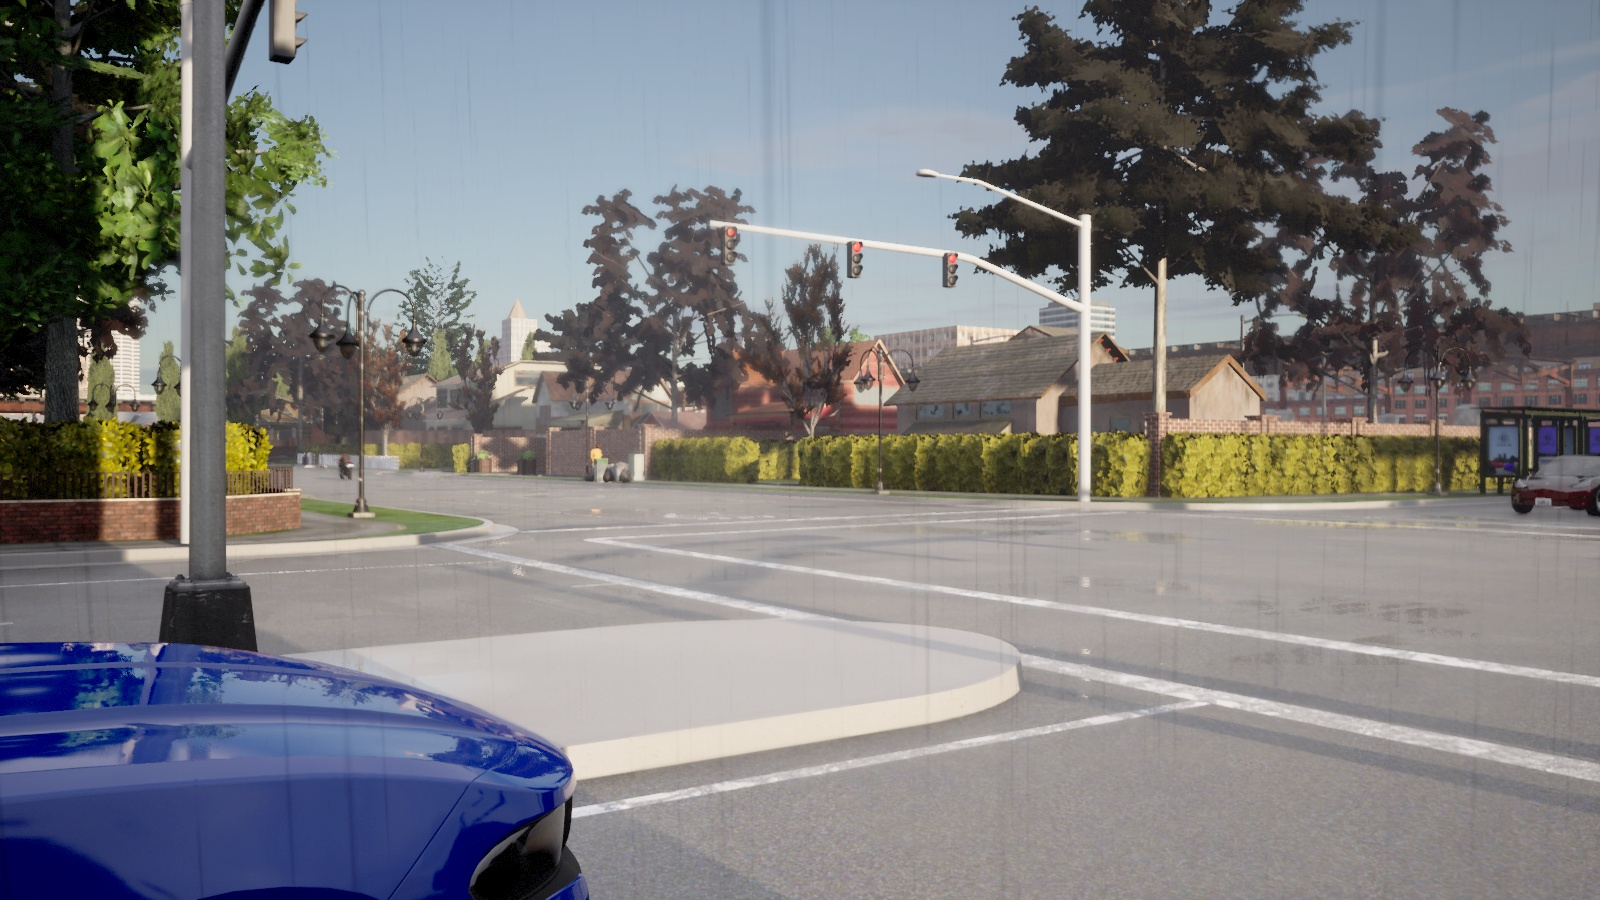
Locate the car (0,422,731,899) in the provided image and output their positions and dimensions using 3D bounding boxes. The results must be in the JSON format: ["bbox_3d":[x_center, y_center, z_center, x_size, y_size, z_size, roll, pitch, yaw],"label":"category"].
[{"bbox_3d":[-2.727,0.734,1.760,5.008,1.535,1.882,0,0,-35],"label":"car"}]

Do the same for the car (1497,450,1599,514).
[{"bbox_3d":[19.779,0.754,31.473,4.792,1.488,2.163,0,0,-35],"label":"car"}]

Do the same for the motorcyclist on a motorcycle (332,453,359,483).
[{"bbox_3d":[-23.880,0.925,65.931,0.797,1.523,2.044,0,0,-35],"label":"motorcyclist on a motorcycle"}]
